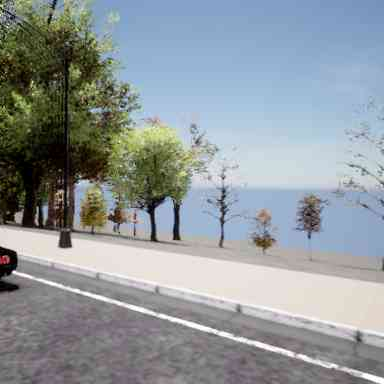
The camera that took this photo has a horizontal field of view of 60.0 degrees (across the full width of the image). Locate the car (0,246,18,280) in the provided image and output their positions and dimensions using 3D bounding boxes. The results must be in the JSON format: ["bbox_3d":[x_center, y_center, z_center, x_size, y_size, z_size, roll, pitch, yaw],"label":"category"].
[{"bbox_3d":[-6.355,1.523,8.201,4.718,1.301,1.895,1,0,36],"label":"car"}]
